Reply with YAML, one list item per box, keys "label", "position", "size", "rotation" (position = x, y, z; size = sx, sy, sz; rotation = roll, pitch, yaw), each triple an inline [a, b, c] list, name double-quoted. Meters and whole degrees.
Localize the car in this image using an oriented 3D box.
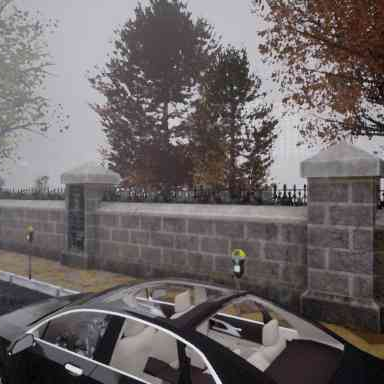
- label: "car"
  position: [-0.428, 1.551, 3.183]
  size: [4.403, 1.369, 2.008]
  rotation: [0, 0, 36]
